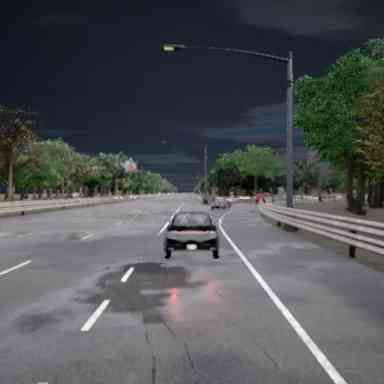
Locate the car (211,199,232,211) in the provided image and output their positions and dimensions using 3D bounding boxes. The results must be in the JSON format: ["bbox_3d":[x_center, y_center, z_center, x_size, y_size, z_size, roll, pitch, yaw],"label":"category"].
[{"bbox_3d":[3.772,1.551,41.966,2.033,1.411,5.357,0,0,17],"label":"car"}]

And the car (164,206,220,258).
[{"bbox_3d":[0.002,1.493,12.761,2.128,1.511,4.902,0,0,0],"label":"car"}]

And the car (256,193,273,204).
[{"bbox_3d":[14.094,1.228,63.914,2.150,2.045,5.566,0,0,34],"label":"car"}]
